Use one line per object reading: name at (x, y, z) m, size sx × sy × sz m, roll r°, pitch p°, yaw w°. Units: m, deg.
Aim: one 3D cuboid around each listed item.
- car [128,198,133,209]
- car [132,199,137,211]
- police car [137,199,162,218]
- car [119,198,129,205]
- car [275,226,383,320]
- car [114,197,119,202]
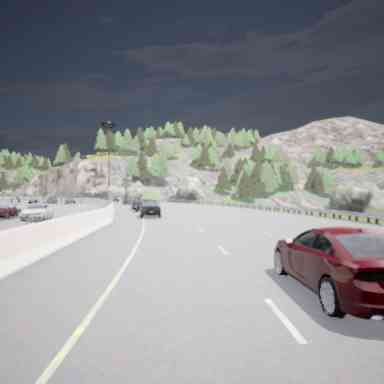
car at (-7.686, 1.748, 48.063) m, size 1.837 × 1.490 × 4.892 m, roll 0°, pitch 0°, yaw -15°
car at (-6.149, 1.717, 42.118) m, size 1.837 × 1.490 × 4.892 m, roll 0°, pitch 0°, yaw -14°
police car at (-4.050, 1.585, 32.217) m, size 1.930 × 1.638 × 5.238 m, roll 0°, pitch 0°, yaw -10°
car at (-12.506, 1.885, 66.108) m, size 2.033 × 1.411 × 5.357 m, roll 0°, pitch 0°, yaw -21°
car at (3.339, 1.504, 7.504) m, size 1.882 × 1.535 × 5.008 m, roll 0°, pitch 0°, yaw -2°
car at (-19.186, 1.796, 81.520) m, size 1.994 × 1.385 × 4.181 m, roll 0°, pitch 0°, yaw -28°
